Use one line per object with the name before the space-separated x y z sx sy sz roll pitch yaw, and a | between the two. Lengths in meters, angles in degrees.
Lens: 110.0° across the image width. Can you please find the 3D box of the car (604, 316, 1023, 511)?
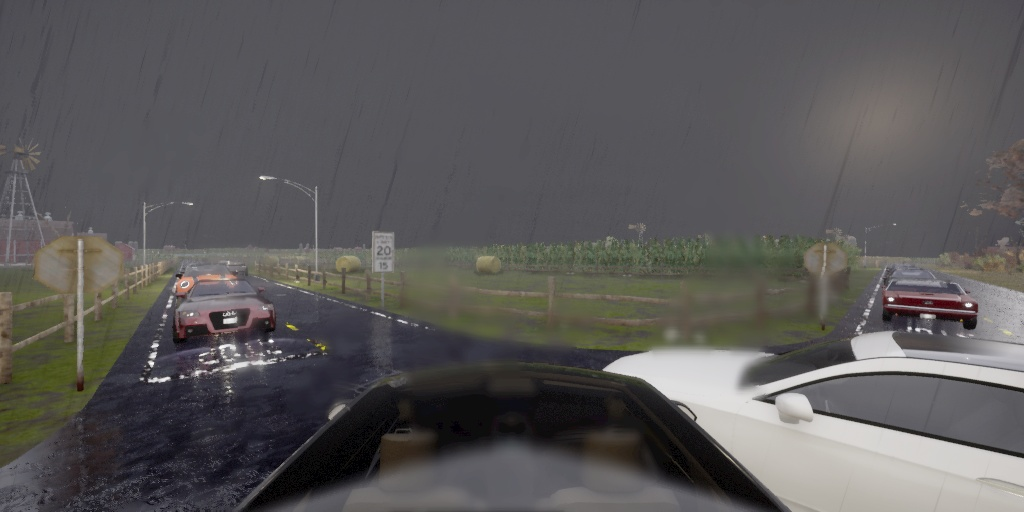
car | 2.815 1.293 2.513 1.812 1.442 4.674 0 1 -45

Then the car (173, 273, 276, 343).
car | -8.047 1.360 9.981 1.994 1.385 4.181 0 0 -43

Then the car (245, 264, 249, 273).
car | -27.369 1.305 35.483 2.128 1.511 4.902 0 0 -42

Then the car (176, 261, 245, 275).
car | -13.894 1.150 16.401 2.097 1.767 4.553 0 0 -42

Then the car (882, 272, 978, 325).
car | 13.394 1.399 11.692 4.718 1.301 1.895 0 1 -44

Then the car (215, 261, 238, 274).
car | -34.172 1.331 42.867 1.837 1.490 4.892 0 0 -42

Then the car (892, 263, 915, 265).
car | 27.084 1.405 24.662 4.181 1.385 1.994 0 1 -43

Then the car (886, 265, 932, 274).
car | 20.399 1.365 18.333 5.357 1.411 2.033 0 1 -43
